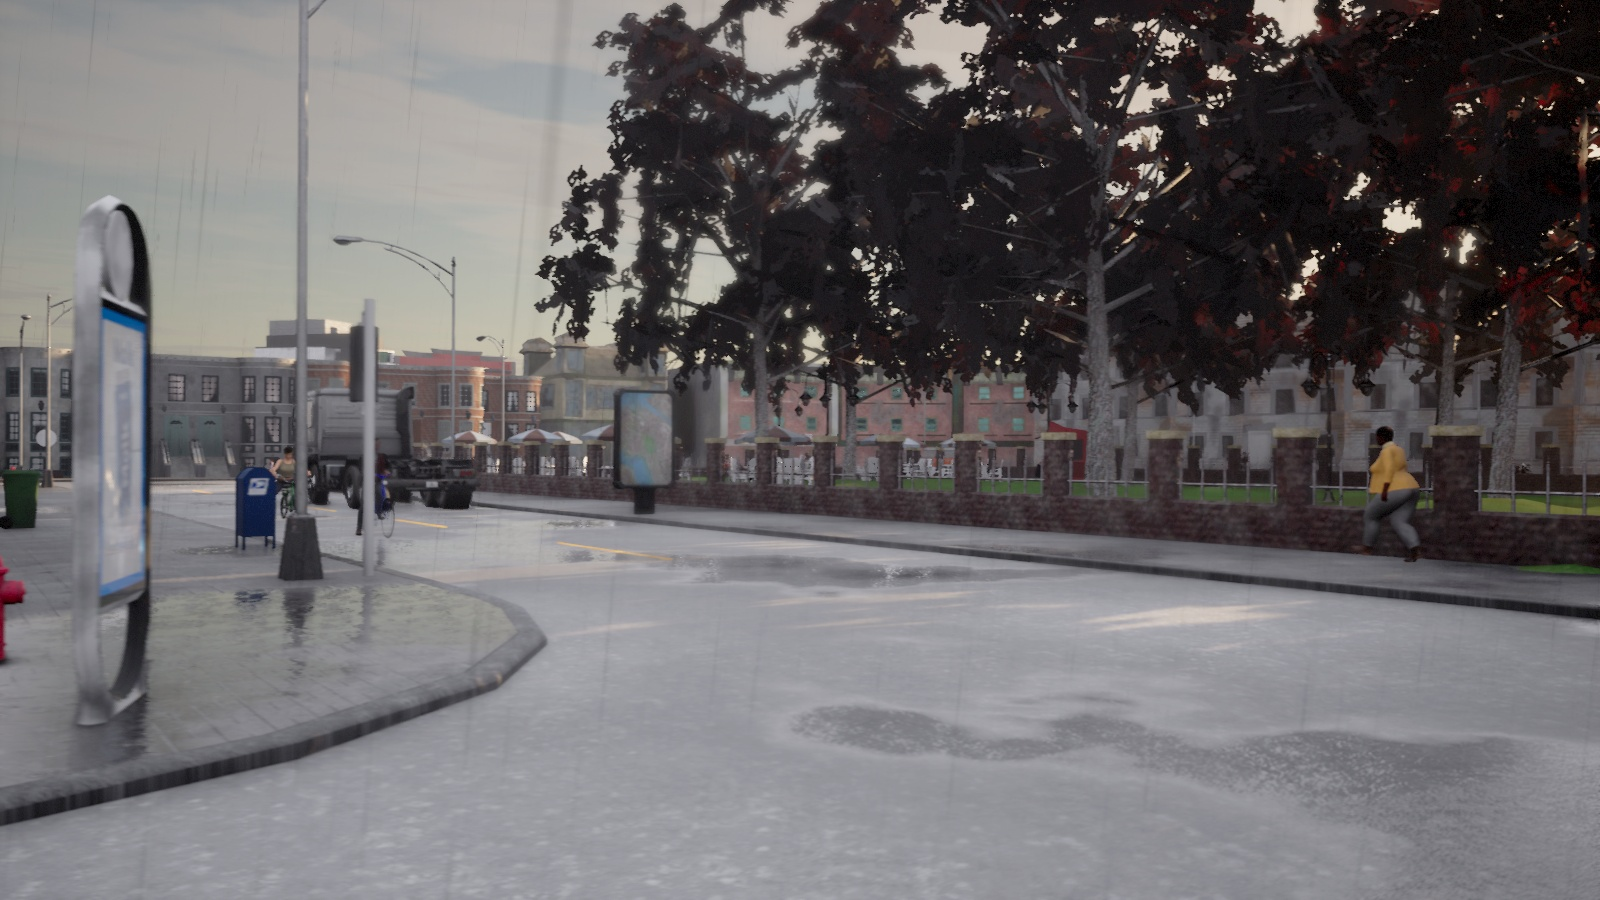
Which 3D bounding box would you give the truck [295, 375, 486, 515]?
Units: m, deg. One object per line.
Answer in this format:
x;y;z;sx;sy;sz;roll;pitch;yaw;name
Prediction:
-11.654;-0.110;35.155;2.891;3.462;7.936;0;0;-35;truck

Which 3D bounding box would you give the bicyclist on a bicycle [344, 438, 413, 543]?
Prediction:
-7.456;0.695;22.179;0.659;1.776;1.843;0;0;-35;bicyclist on a bicycle

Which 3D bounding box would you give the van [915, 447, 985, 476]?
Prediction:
10.296;0.787;86.039;4.442;1.987;1.775;0;0;25;van

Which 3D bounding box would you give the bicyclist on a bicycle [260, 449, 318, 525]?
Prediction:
-11.200;0.782;27.524;0.866;1.612;1.509;0;0;-35;bicyclist on a bicycle

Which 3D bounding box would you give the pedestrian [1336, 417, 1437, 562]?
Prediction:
7.790;0.506;16.697;0.874;1.855;0.900;0;0;-35;pedestrian
